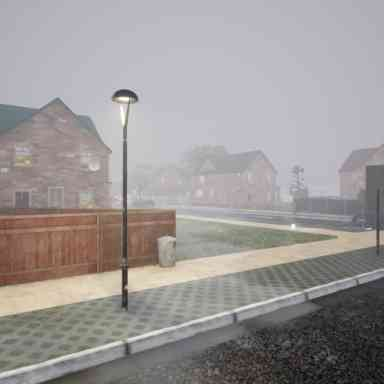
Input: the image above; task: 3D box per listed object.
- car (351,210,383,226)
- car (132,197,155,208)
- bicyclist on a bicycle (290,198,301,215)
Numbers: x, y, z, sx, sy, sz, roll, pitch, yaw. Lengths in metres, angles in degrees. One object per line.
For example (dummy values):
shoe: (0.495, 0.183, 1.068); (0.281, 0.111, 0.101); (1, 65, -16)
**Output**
car: (12.969, 1.529, 21.628); (1.837, 1.490, 4.892); (-2, 1, -40)
car: (-7.340, 1.527, 49.859); (2.128, 1.511, 4.902); (1, -1, -36)
bicyclist on a bicycle: (9.712, 1.351, 31.255); (1.656, 1.620, 0.582); (0, 0, -36)
